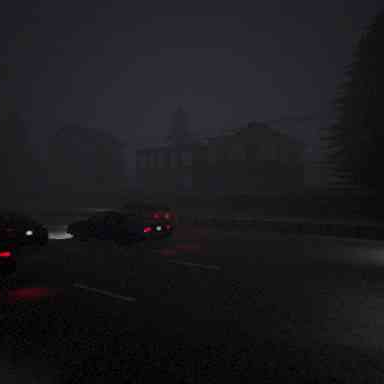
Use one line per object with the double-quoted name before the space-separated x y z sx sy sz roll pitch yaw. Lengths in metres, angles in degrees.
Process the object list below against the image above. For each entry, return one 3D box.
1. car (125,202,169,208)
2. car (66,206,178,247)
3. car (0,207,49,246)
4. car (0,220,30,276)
"car" -3.068 1.332 19.076 4.553 1.767 2.097 0 0 35
"car" -3.386 1.531 15.005 5.357 1.411 2.033 0 0 35
"car" -7.862 1.542 13.896 4.181 1.385 1.994 0 0 35
"car" -6.772 1.532 8.821 5.357 1.411 2.033 0 0 35
